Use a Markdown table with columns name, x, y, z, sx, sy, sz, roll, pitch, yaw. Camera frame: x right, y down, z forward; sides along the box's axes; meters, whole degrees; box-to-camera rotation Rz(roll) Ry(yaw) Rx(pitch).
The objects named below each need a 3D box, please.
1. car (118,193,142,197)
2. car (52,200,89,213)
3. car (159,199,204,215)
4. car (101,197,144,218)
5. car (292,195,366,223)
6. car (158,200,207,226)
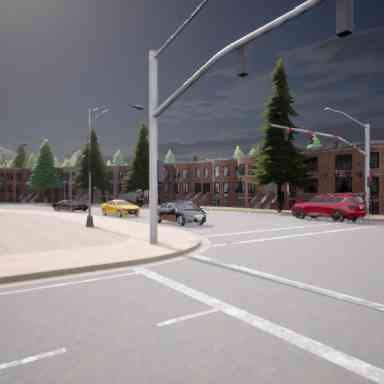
| name | x | y | z | sx | sy | sz | roll | pitch | yaw |
| --- | --- | --- | --- | --- | --- | --- | --- | --- | --- |
| car | -9.431 | 1.221 | 47.949 | 5.566 | 2.045 | 2.150 | 0 | 0 | 34 |
| car | -13.880 | 1.601 | 37.979 | 4.718 | 1.301 | 1.895 | 0 | 0 | 37 |
| car | -1.263 | 1.547 | 35.789 | 2.033 | 1.411 | 5.357 | 0 | 0 | -39 |
| car | -6.709 | 1.478 | 30.916 | 1.882 | 1.535 | 5.008 | 0 | 0 | -40 |
| car | 10.487 | 1.221 | 25.869 | 2.150 | 2.045 | 5.566 | 0 | 0 | -36 |
| car | -0.957 | 1.492 | 23.353 | 2.128 | 1.511 | 4.902 | 0 | 0 | -36 |
